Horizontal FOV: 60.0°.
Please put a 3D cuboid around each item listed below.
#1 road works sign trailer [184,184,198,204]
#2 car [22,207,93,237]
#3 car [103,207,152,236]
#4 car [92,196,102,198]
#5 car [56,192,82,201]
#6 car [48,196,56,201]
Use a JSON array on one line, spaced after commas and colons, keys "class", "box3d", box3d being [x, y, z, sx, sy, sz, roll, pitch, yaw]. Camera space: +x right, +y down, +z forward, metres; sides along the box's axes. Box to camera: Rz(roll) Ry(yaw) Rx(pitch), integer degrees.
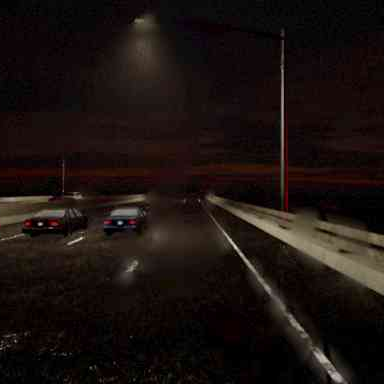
[{"class": "road works sign trailer", "box3d": [0.006, 0.304, 61.759, 2.380, 3.560, 2.880, 0, 0, 0]}, {"class": "car", "box3d": [-6.897, 1.509, 17.635, 2.033, 1.411, 5.357, 0, 0, 0]}, {"class": "car", "box3d": [-3.398, 1.508, 18.216, 2.033, 1.411, 5.357, 0, 0, 0]}, {"class": "car", "box3d": [-17.514, 1.443, 61.086, 1.895, 1.301, 4.718, 0, 0, 1]}, {"class": "car", "box3d": [-21.021, 1.073, 57.857, 2.150, 2.045, 5.566, 0, 0, 1]}, {"class": "car", "box3d": [-24.504, 1.370, 60.463, 1.812, 1.442, 4.674, 0, 0, 0]}]
